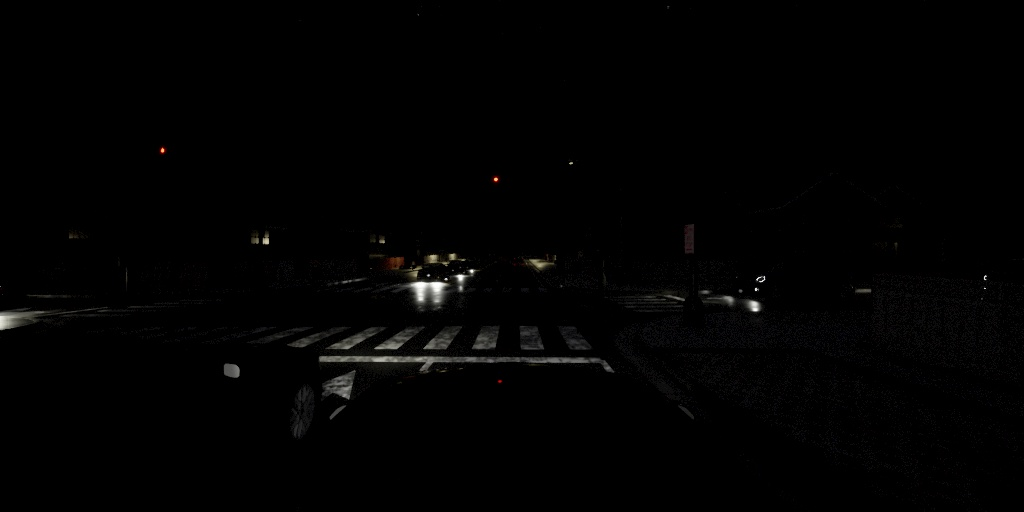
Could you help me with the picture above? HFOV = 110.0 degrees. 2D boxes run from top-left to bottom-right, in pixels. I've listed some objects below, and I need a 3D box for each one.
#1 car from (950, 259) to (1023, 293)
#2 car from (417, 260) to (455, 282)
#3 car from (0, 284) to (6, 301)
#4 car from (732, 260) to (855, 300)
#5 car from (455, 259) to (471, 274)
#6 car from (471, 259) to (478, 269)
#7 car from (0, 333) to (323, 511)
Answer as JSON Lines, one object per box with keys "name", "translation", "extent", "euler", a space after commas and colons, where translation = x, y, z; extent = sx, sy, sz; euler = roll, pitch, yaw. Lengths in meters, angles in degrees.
{"name": "car", "translation": [22.720, 0.914, 16.451], "extent": [4.553, 1.767, 2.097], "euler": [0, 0, 0]}
{"name": "car", "translation": [-6.137, 1.251, 28.484], "extent": [1.994, 1.385, 4.181], "euler": [0, 0, 1]}
{"name": "car", "translation": [-23.129, 1.142, 13.749], "extent": [5.566, 2.045, 2.150], "euler": [0, 0, 4]}
{"name": "car", "translation": [12.647, 0.994, 16.349], "extent": [4.553, 1.767, 2.097], "euler": [0, 0, -1]}
{"name": "car", "translation": [-5.964, 1.166, 38.776], "extent": [1.812, 1.442, 4.674], "euler": [0, 0, 1]}
{"name": "car", "translation": [-5.767, 1.061, 49.419], "extent": [2.033, 1.411, 5.357], "euler": [0, 1, 2]}
{"name": "car", "translation": [-3.153, 1.228, 2.192], "extent": [1.882, 1.535, 5.008], "euler": [0, 0, 1]}
